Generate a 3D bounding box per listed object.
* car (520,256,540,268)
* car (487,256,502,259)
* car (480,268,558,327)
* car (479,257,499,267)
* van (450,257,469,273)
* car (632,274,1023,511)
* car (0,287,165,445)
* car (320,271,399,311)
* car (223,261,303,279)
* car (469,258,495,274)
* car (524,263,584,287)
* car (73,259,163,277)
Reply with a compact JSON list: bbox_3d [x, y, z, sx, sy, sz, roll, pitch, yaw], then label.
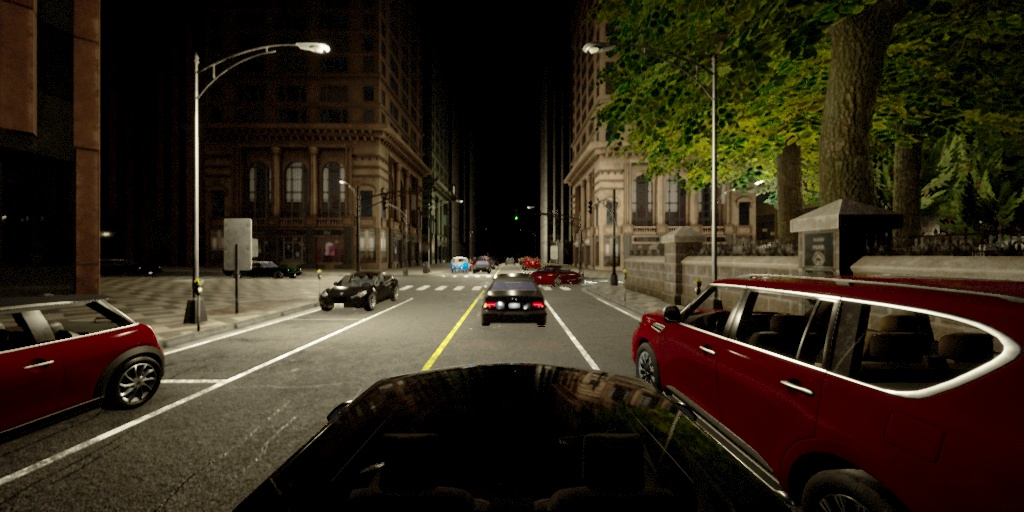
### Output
[{"bbox_3d":[2.544,0.988,46.370,2.192,1.841,5.009,0,0,0],"label":"car"},{"bbox_3d":[-3.372,1.184,65.311,1.812,1.442,4.674,0,0,1],"label":"car"},{"bbox_3d":[0.036,1.277,11.475,2.033,1.411,5.357,0,0,0],"label":"car"},{"bbox_3d":[-3.338,1.216,51.024,2.033,1.411,5.357,0,0,0],"label":"car"},{"bbox_3d":[-5.954,1.019,40.878,1.690,1.789,3.998,0,0,0],"label":"van"},{"bbox_3d":[2.757,1.062,3.227,2.192,1.841,5.009,0,0,0],"label":"car"},{"bbox_3d":[-5.768,1.186,3.174,1.967,1.591,4.097,0,0,0],"label":"car"},{"bbox_3d":[-5.822,1.288,14.221,1.948,1.339,4.313,0,0,0],"label":"car"},{"bbox_3d":[-17.979,1.044,26.074,4.718,1.301,1.895,1,0,0],"label":"car"},{"bbox_3d":[-3.289,1.227,40.388,2.033,1.411,5.357,0,0,0],"label":"car"},{"bbox_3d":[3.124,1.332,24.169,1.994,1.385,4.181,0,-1,43],"label":"car"},{"bbox_3d":[-28.410,0.883,25.976,4.718,1.301,1.895,1,0,-1],"label":"car"}]
